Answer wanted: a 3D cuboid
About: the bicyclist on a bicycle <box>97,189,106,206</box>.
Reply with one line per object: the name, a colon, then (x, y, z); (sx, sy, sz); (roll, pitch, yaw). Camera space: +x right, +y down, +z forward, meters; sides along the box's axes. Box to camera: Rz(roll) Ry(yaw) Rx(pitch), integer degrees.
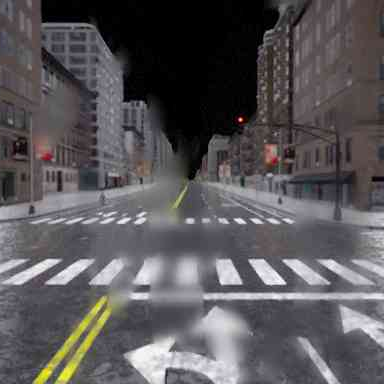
bicyclist on a bicycle: (-8.804, 0.550, 32.512); (0.866, 1.612, 1.509); (0, 2, 0)
